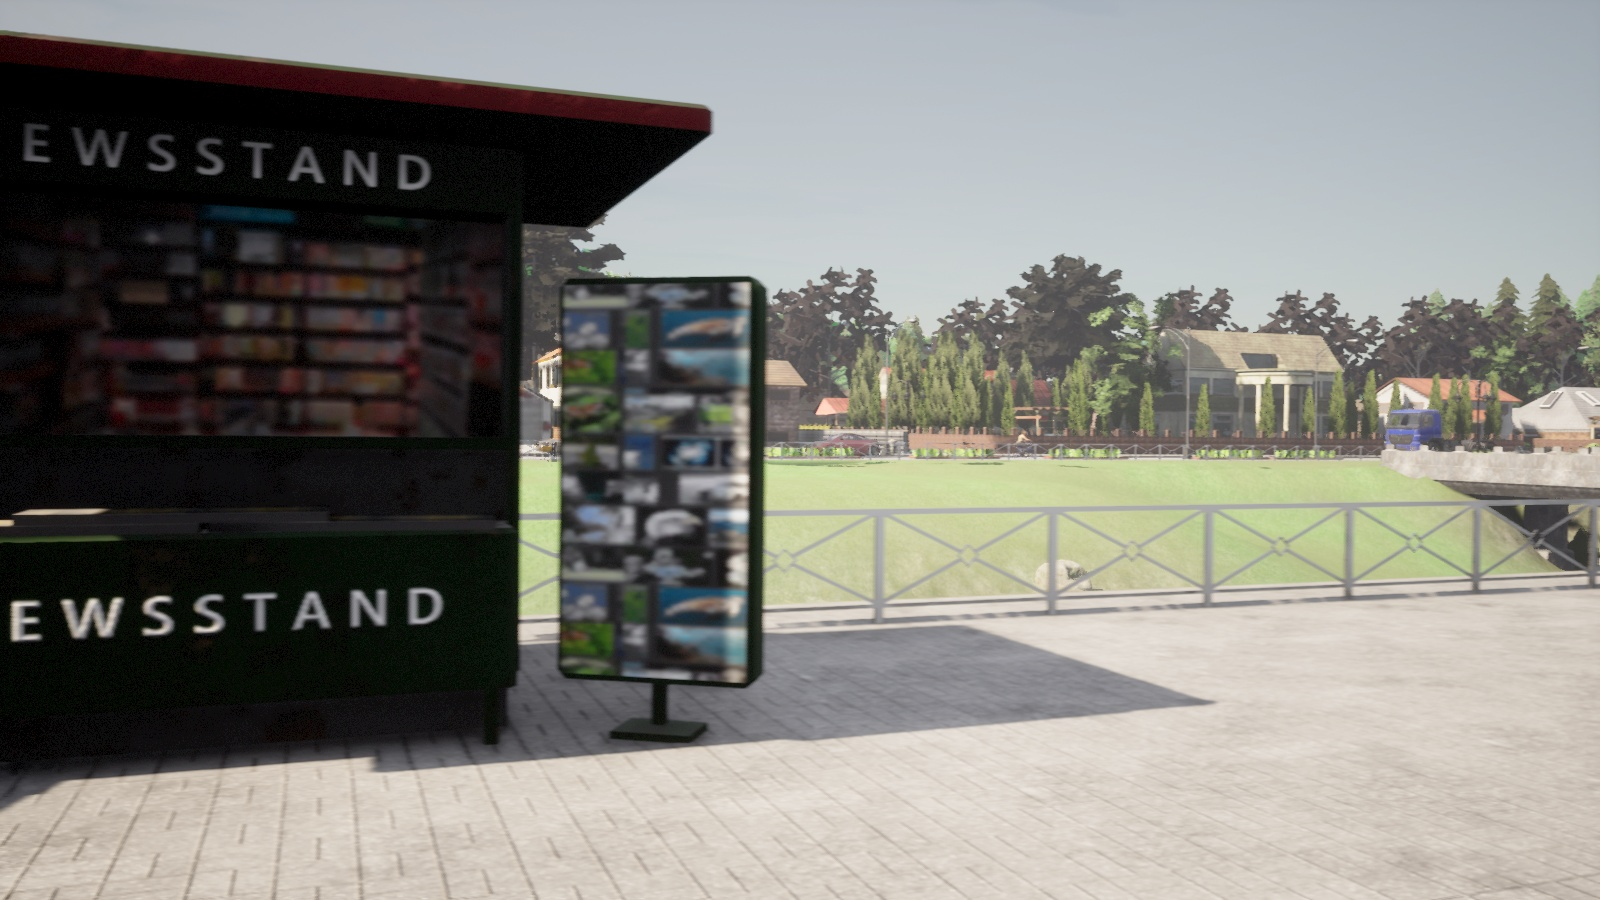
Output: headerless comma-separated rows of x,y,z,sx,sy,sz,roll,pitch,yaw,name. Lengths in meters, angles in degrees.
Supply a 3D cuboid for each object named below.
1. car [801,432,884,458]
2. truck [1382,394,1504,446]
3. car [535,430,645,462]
2.379,-0.314,70.668,4.181,1.385,1.994,-1,1,-21,car
44.353,-2.072,86.581,7.936,3.462,2.891,-1,1,-21,truck
-10.961,-0.212,65.605,5.366,1.575,1.801,-1,1,-21,car
